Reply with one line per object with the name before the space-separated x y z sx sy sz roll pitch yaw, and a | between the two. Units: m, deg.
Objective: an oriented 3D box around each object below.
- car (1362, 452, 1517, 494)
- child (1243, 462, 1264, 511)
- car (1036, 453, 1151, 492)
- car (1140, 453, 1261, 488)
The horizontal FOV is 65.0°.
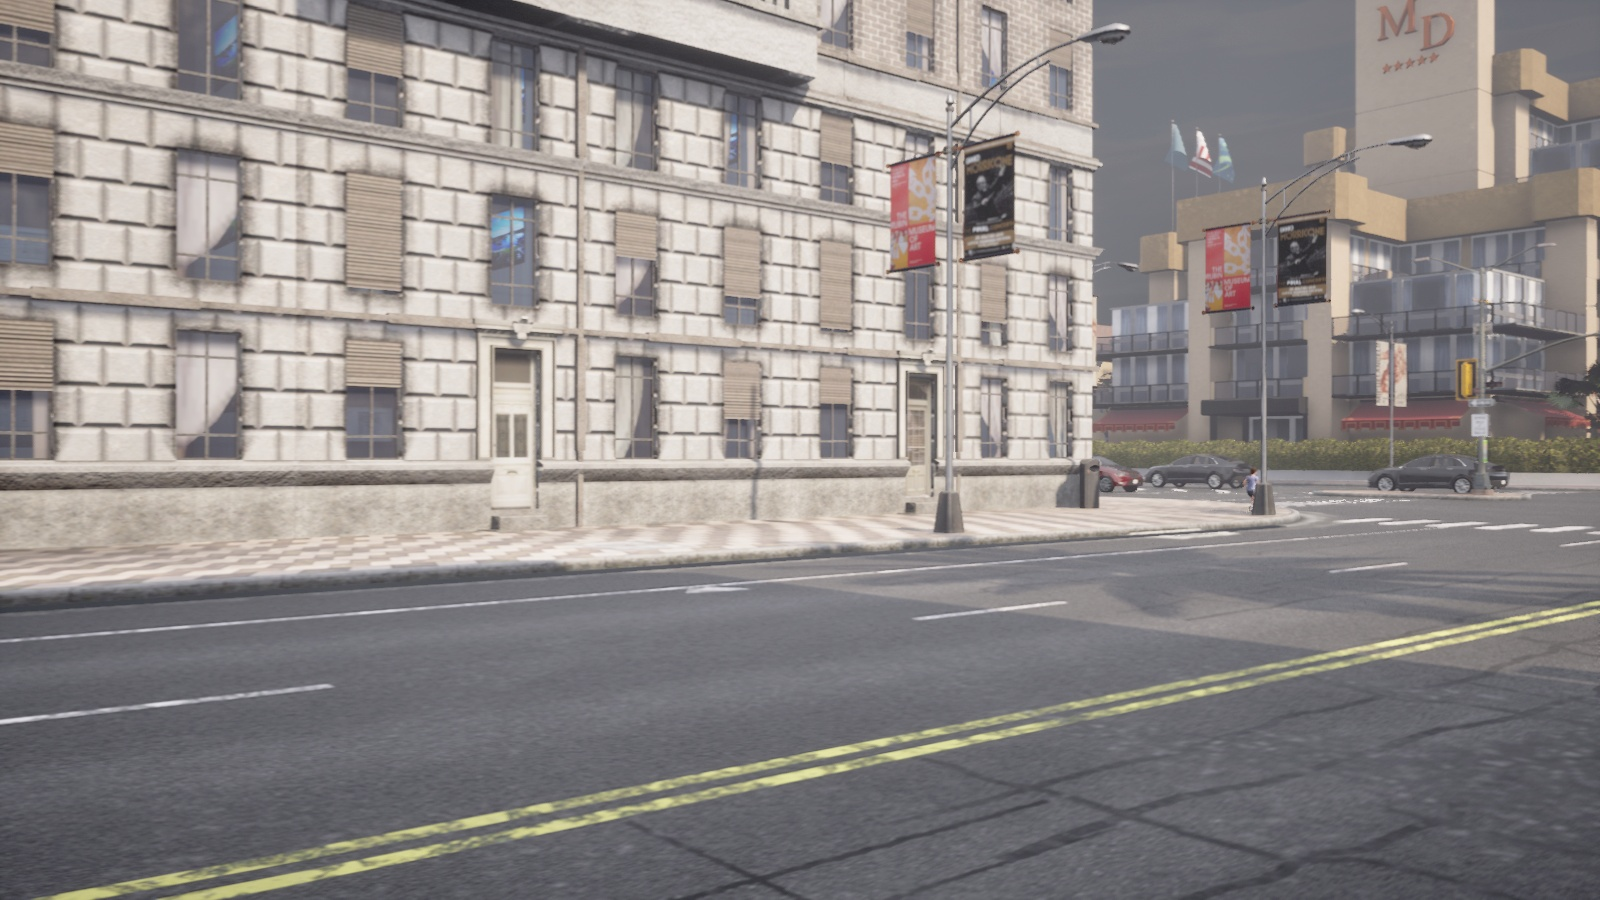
car | 24.049 0.833 47.418 1.837 1.490 4.892 0 0 -38
child | 10.422 0.843 28.874 0.394 1.110 0.255 0 0 -26
car | 11.617 0.881 49.952 1.816 1.474 4.193 0 0 -39
car | 17.571 0.874 55.305 1.837 1.490 4.892 0 0 -39
